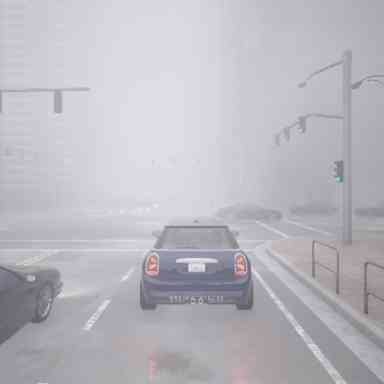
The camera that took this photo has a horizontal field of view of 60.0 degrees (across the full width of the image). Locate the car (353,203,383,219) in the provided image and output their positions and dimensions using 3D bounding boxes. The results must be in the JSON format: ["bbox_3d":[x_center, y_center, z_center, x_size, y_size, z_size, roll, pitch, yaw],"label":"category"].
[{"bbox_3d":[16.500,1.601,28.615,4.718,1.301,1.895,0,0,1],"label":"car"}]

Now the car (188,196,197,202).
[{"bbox_3d":[0.117,1.553,72.611,1.994,1.385,4.181,0,0,0],"label":"car"}]

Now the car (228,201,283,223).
[{"bbox_3d":[4.244,1.477,25.016,5.008,1.535,1.882,0,0,0],"label":"car"}]

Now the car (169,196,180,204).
[{"bbox_3d":[-3.303,1.478,63.538,1.882,1.535,5.008,0,0,0],"label":"car"}]

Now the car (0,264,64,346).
[{"bbox_3d":[-3.414,1.547,4.121,2.033,1.411,5.357,0,0,-1],"label":"car"}]

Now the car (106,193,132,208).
[{"bbox_3d":[-10.522,1.352,48.122,2.097,1.767,4.553,0,0,0],"label":"car"}]

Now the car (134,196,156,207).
[{"bbox_3d":[-7.017,1.564,50.385,1.994,1.385,4.181,0,0,0],"label":"car"}]

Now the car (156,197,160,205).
[{"bbox_3d":[-6.976,1.601,60.345,1.895,1.301,4.718,0,0,0],"label":"car"}]

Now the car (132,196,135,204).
[{"bbox_3d":[-10.485,1.505,58.067,1.837,1.490,4.892,0,0,0],"label":"car"}]

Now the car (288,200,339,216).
[{"bbox_3d":[11.705,1.526,32.157,4.674,1.442,1.812,0,0,1],"label":"car"}]

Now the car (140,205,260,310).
[{"bbox_3d":[0.092,1.352,7.980,2.097,1.767,4.553,0,0,0],"label":"car"}]
